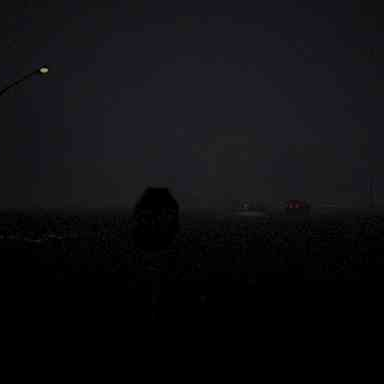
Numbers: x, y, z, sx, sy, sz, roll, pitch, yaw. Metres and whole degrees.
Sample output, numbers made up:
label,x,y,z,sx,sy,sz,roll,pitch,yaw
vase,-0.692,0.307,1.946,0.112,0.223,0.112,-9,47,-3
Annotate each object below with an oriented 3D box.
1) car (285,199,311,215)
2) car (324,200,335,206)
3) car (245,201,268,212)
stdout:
label,x,y,z,sx,sy,sz,roll,pitch,yaw
car,14.651,2.020,45.978,2.150,2.045,5.566,0,-1,36
car,36.556,2.822,88.201,1.882,1.535,5.008,0,-1,36
car,9.972,2.133,51.450,2.097,1.767,4.553,0,-1,36
